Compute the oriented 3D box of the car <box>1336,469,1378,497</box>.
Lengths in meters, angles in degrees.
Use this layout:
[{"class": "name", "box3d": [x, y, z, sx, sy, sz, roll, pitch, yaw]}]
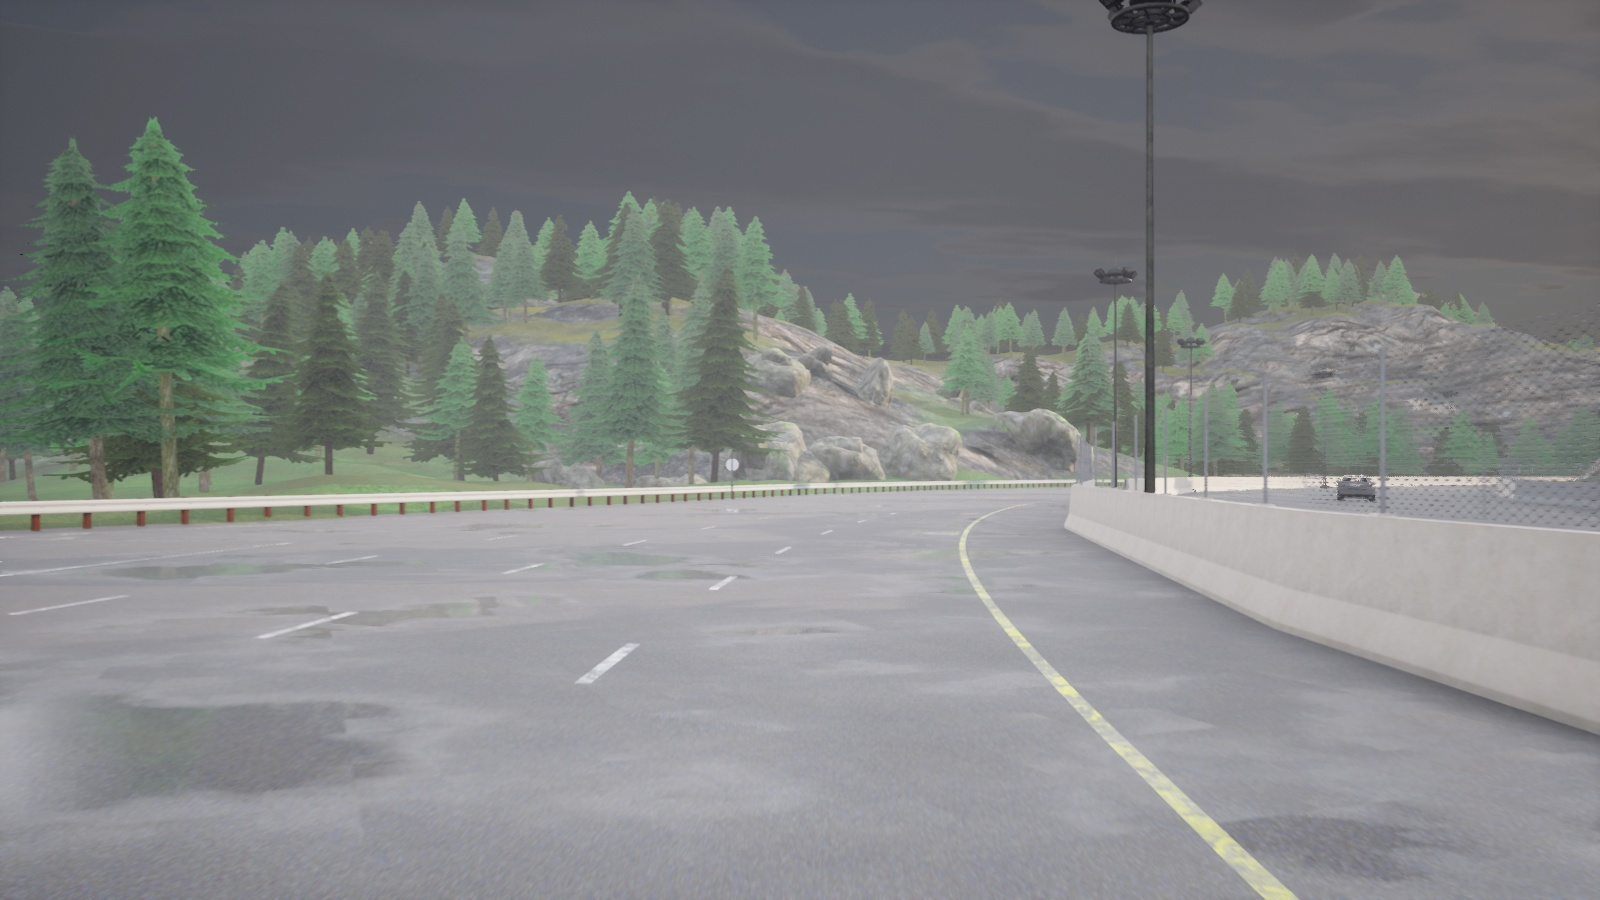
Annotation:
[{"class": "car", "box3d": [31.084, 1.826, 70.175, 1.970, 1.475, 3.806, -1, -1, 22]}]
